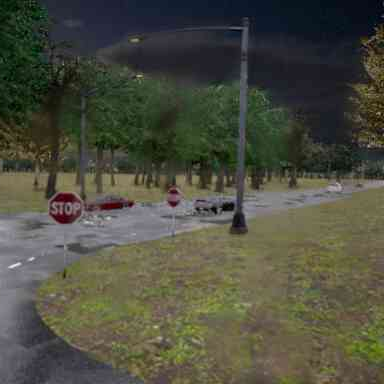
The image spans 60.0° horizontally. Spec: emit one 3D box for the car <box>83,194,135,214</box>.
[{"bbox_3d":[-6.775,0.875,25.868,1.895,1.301,4.718,3,4,35],"label":"car"}]

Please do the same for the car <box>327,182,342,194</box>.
[{"bbox_3d":[27.579,-0.756,64.423,2.150,2.045,5.566,3,4,28],"label":"car"}]

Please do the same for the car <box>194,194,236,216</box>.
[{"bbox_3d":[2.092,0.936,26.251,2.128,1.511,4.902,3,4,35],"label":"car"}]
